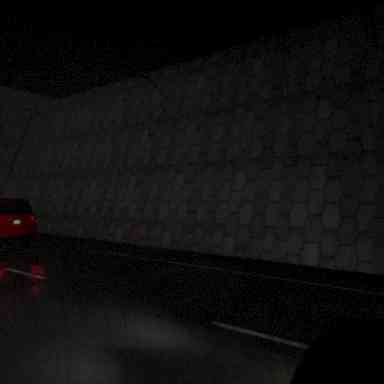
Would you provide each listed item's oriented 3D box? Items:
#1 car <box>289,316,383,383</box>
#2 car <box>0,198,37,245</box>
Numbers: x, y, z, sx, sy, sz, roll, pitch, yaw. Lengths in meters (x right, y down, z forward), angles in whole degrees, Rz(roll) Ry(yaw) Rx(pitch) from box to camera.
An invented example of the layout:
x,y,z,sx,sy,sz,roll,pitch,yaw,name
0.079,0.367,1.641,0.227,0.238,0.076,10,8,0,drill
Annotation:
x,y,z,sx,sy,sz,roll,pitch,yaw,name
2.970,1.593,1.874,4.718,1.301,1.895,0,0,35,car
-9.184,1.309,14.859,5.566,2.045,2.150,0,0,36,car
